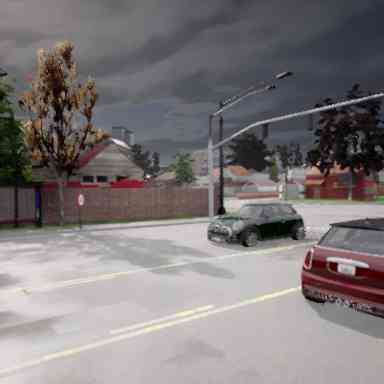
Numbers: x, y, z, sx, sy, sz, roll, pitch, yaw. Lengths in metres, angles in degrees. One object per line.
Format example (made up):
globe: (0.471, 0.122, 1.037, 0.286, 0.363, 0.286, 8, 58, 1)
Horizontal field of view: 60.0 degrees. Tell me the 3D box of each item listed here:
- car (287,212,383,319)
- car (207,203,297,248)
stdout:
car: (4.332, 1.311, 6.838, 4.553, 1.767, 2.097, 0, 0, -36)
car: (2.860, 1.291, 14.574, 4.553, 1.767, 2.097, 0, 0, -35)
